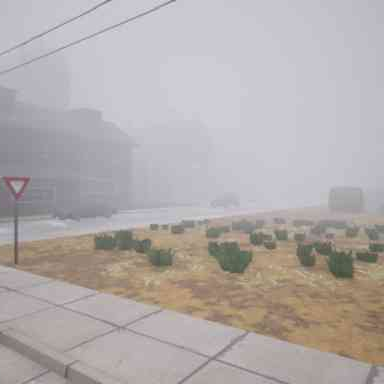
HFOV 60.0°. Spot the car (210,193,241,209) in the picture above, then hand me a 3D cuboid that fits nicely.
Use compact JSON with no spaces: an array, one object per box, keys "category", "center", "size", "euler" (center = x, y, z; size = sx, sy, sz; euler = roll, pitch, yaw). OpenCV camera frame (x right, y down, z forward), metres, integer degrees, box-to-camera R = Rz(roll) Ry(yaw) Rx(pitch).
[{"category":"car","center":[4.594,1.186,45.137],"size":[2.150,2.045,5.566],"euler":[0,0,35]}]

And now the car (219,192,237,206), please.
[{"category":"car","center":[5.758,1.104,54.091],"size":[1.905,1.878,3.866],"euler":[6,1,-8]}]

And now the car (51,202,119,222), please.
[{"category":"car","center":[-8.345,1.509,26.545],"size":[2.033,1.411,5.357],"euler":[0,0,35]}]
